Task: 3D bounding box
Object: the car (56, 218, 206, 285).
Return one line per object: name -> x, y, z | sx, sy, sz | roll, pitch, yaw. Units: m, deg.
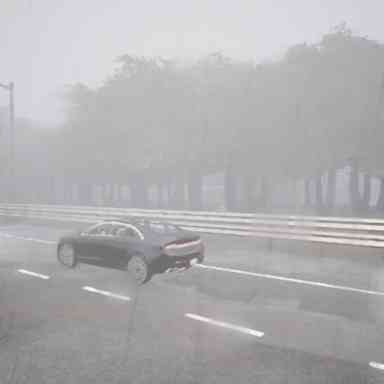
car -> -1.928, 1.492, 9.547 | 4.902, 1.511, 2.128 | 0, 0, 36
